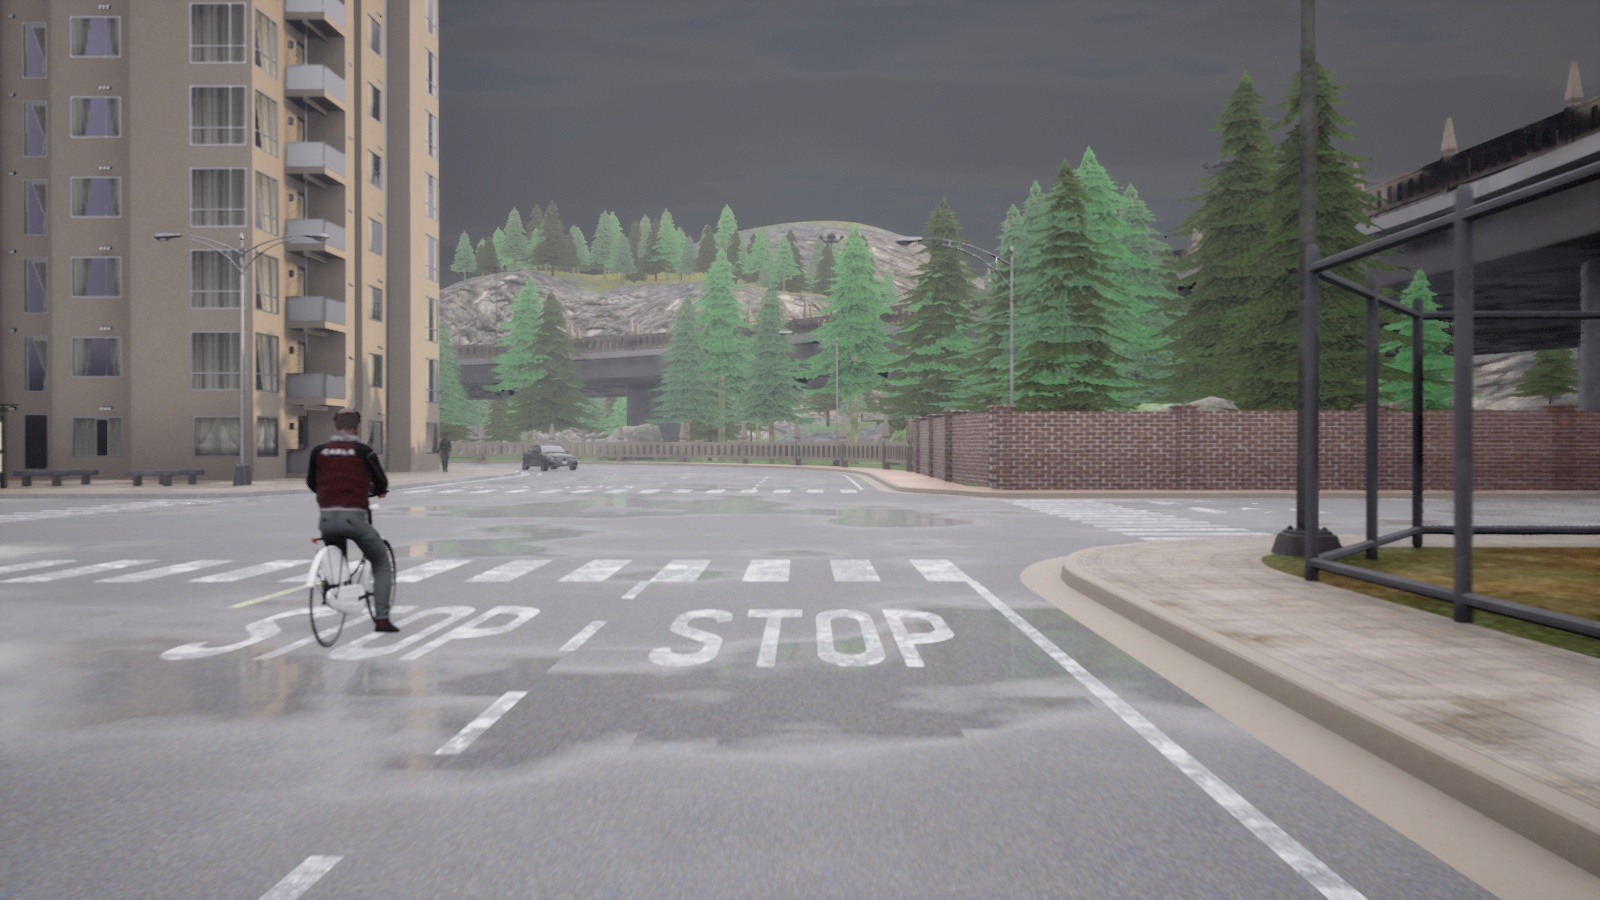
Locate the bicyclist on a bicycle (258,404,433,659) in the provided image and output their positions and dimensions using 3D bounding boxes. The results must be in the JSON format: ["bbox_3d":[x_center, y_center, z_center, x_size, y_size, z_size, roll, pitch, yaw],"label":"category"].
[{"bbox_3d":[-3.430,0.560,9.651,0.659,1.776,1.843,0,1,0],"label":"bicyclist on a bicycle"}]

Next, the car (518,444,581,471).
[{"bbox_3d":[-13.591,0.378,67.987,1.812,1.442,4.674,0,0,-32],"label":"car"}]

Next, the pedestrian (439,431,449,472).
[{"bbox_3d":[-16.100,0.067,56.800,0.353,1.847,0.614,0,0,-10],"label":"pedestrian"}]
